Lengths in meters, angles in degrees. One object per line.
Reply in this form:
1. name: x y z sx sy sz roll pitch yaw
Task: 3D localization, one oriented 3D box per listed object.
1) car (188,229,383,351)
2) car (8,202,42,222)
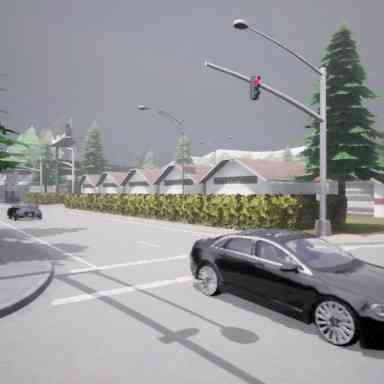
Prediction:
1. car: 1.888 1.555 6.566 2.128 1.511 4.902 0 1 -37
2. car: -13.530 1.524 26.894 1.994 1.385 4.181 0 0 -37
